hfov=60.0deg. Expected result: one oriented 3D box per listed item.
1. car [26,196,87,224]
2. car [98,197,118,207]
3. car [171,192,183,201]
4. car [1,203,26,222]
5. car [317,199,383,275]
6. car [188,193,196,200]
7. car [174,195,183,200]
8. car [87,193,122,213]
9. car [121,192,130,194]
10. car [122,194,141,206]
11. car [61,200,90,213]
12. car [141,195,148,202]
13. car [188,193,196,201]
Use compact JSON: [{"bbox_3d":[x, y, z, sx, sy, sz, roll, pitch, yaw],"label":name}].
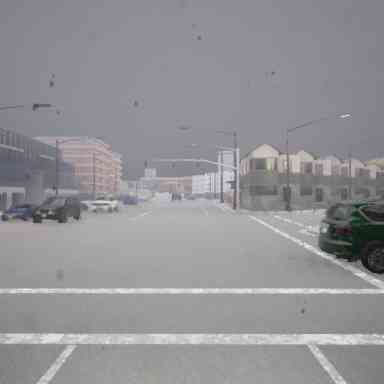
[{"bbox_3d":[-10.623,1.384,26.623,2.150,2.045,5.566,0,0,0],"label":"car"},{"bbox_3d":[-14.134,1.607,56.430,2.033,1.411,5.357,0,1,0],"label":"car"},{"bbox_3d":[-3.570,1.050,77.111,2.150,2.045,5.566,0,0,0],"label":"car"},{"bbox_3d":[-14.125,1.692,28.179,1.812,1.442,4.674,0,0,0],"label":"car"},{"bbox_3d":[6.742,1.248,10.083,5.566,2.045,2.150,0,0,3],"label":"car"},{"bbox_3d":[-0.081,1.138,87.785,2.097,1.767,4.553,0,-2,0],"label":"car"},{"bbox_3d":[-3.581,1.478,87.804,2.128,1.511,4.902,0,-2,0],"label":"car"},{"bbox_3d":[-10.662,1.438,40.974,2.150,2.045,5.566,0,0,0],"label":"car"},{"bbox_3d":[-14.063,1.078,68.860,2.150,2.045,5.566,0,1,0],"label":"car"},{"bbox_3d":[-10.635,1.521,57.329,1.882,1.535,5.008,0,1,0],"label":"car"},{"bbox_3d":[-14.133,1.785,40.558,1.994,1.385,4.181,0,0,0],"label":"car"},{"bbox_3d":[-10.565,1.362,70.661,1.812,1.442,4.674,0,1,0],"label":"car"},{"bbox_3d":[-0.071,1.420,77.825,1.895,1.301,4.718,0,-1,0],"label":"car"}]
